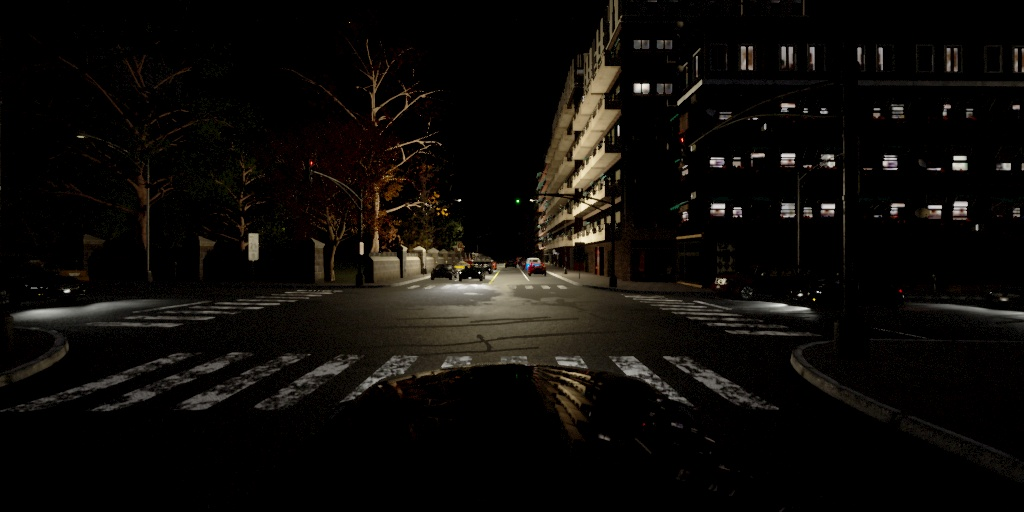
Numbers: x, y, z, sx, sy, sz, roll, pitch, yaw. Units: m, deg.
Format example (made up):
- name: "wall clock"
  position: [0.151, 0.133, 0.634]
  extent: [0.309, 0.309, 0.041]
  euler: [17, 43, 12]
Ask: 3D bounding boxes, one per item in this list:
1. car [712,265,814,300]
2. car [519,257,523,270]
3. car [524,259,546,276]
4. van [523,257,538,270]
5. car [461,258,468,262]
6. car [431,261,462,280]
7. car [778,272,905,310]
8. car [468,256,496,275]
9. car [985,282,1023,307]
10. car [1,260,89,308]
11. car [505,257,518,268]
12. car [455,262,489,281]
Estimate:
- name: "car"
  position: [13.369, 1.356, 18.929]
  extent: [5.009, 1.841, 2.192]
  euler: [0, 0, -1]
- name: "car"
  position: [2.440, 1.240, 53.738]
  extent: [1.967, 1.591, 4.097]
  euler: [0, 0, 0]
- name: "car"
  position: [2.523, 1.321, 36.847]
  extent: [1.888, 1.381, 4.507]
  euler: [0, 0, 0]
- name: "van"
  position: [2.496, 1.124, 42.478]
  extent: [1.690, 1.789, 3.998]
  euler: [0, 0, 0]
- name: "car"
  position: [-5.884, 1.308, 42.268]
  extent: [1.751, 1.417, 4.829]
  euler: [0, 0, 0]
- name: "car"
  position: [-5.830, 1.336, 31.176]
  extent: [1.948, 1.339, 4.313]
  euler: [0, 0, 0]
- name: "car"
  position: [15.112, 1.626, 16.366]
  extent: [4.181, 1.385, 1.994]
  euler: [1, 0, -1]
- name: "car"
  position: [-3.282, 1.002, 40.156]
  extent: [2.150, 2.045, 5.566]
  euler: [0, 0, 0]
- name: "car"
  position: [24.949, 1.767, 16.513]
  extent: [4.674, 1.442, 1.812]
  euler: [1, 0, -1]
- name: "car"
  position: [-18.209, 0.956, 12.686]
  extent: [4.892, 1.490, 1.837]
  euler: [1, 0, -1]
- name: "car"
  position: [-0.192, 1.378, 61.542]
  extent: [1.994, 1.385, 4.181]
  euler: [0, 0, 0]
- name: "car"
  position: [-3.233, 1.369, 29.659]
  extent: [1.895, 1.301, 4.718]
  euler: [0, 0, 0]
